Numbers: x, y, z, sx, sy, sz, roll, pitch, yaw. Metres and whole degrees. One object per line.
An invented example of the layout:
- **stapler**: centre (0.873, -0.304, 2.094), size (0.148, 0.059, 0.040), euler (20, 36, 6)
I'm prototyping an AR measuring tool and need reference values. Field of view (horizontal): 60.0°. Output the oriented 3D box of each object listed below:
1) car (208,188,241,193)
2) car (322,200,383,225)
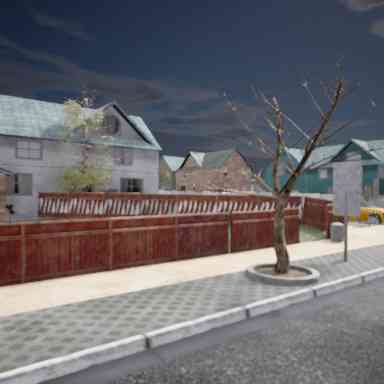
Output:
- **car**: centre (3.511, 0.689, 31.324), size (2.150, 2.045, 5.566), euler (1, 1, -35)
- **car**: centre (10.574, 1.216, 21.451), size (1.882, 1.535, 5.008), euler (1, 1, -36)
